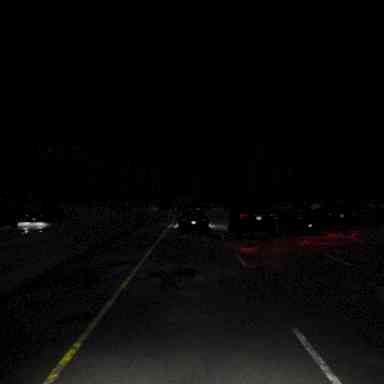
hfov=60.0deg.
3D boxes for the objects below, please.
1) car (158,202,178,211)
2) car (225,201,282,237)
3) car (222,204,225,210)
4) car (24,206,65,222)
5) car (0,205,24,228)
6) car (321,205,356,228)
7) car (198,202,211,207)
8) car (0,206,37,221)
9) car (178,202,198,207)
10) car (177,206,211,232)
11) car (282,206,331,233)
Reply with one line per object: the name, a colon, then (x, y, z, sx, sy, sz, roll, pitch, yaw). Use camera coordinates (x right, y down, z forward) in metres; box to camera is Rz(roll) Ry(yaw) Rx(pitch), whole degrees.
car: (-4.401, 2.408, 56.637, 1.837, 1.490, 4.892, 0, -1, -22)
car: (3.603, 1.552, 20.586, 2.150, 2.045, 5.566, 0, -1, 0)
car: (6.754, 2.399, 56.119, 1.837, 1.490, 4.892, 0, -1, -18)
car: (-14.049, 2.062, 32.216, 2.033, 1.411, 5.357, 0, -1, 0)
car: (-13.996, 1.720, 22.957, 2.097, 1.767, 4.553, 0, -1, 0)
car: (10.597, 1.760, 25.618, 2.097, 1.767, 4.553, 0, -1, 0)
car: (1.830, 2.519, 59.971, 1.994, 1.385, 4.181, 0, -1, -22)
car: (-17.572, 2.138, 33.601, 1.895, 1.301, 4.718, 0, -1, -3)
car: (-1.185, 2.402, 58.018, 1.882, 1.535, 5.008, 0, -1, -22)
car: (0.104, 1.931, 22.901, 1.994, 1.385, 4.181, 0, -1, 0)
car: (7.104, 1.850, 22.397, 2.128, 1.511, 4.902, 0, -1, 0)
